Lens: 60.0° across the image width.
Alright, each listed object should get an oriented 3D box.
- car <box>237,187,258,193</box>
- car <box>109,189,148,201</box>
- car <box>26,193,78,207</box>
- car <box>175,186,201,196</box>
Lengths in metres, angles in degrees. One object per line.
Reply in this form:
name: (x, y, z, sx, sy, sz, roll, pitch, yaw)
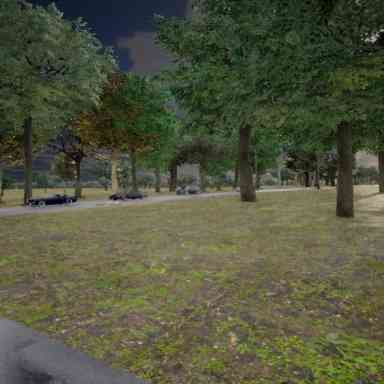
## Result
car: (9.922, -0.554, 58.882, 1.895, 1.301, 4.718, -1, 2, 37)
car: (-7.865, 0.324, 41.839, 2.033, 1.411, 5.357, -1, 2, 37)
car: (-14.159, 0.784, 33.652, 1.895, 1.301, 4.718, -1, 2, 38)
car: (-0.568, -0.172, 51.287, 1.837, 1.490, 4.892, -1, 2, 38)
